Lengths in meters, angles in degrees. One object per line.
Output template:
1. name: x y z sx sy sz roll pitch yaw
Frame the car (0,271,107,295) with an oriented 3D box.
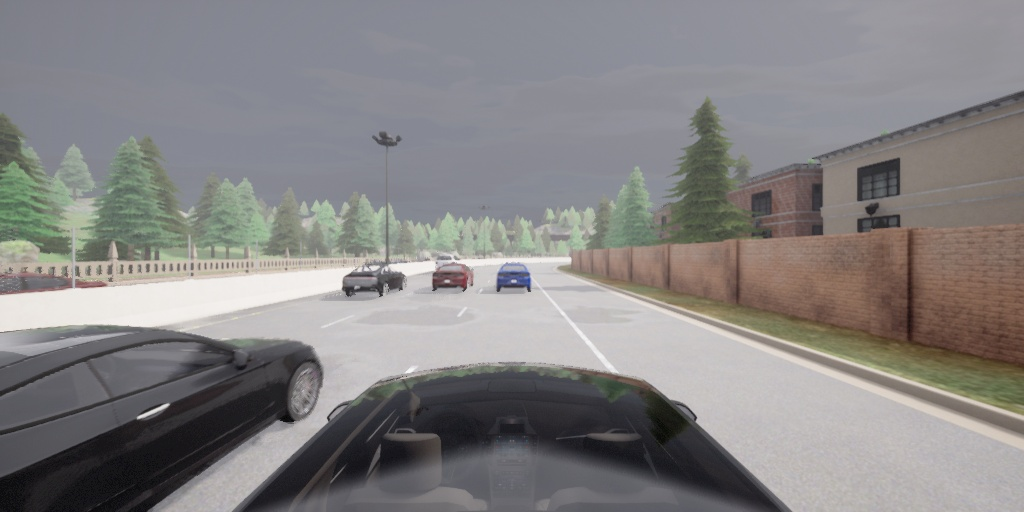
1. car: -14.100 1.209 9.549 1.882 1.535 5.008 0 0 0

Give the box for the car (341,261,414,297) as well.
1. car: -6.900 1.202 18.402 2.128 1.511 4.902 0 0 0

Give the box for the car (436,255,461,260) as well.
1. car: -6.886 0.884 38.937 2.150 2.045 5.566 0 0 0

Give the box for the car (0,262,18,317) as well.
1. car: -17.600 1.083 9.724 2.097 1.767 4.553 0 0 0

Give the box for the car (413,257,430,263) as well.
1. car: -13.404 1.047 52.894 2.097 1.767 4.553 0 0 6

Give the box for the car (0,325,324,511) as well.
1. car: -3.400 1.273 2.802 1.812 1.442 4.674 0 0 0

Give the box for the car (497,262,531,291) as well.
1. car: 0.100 1.181 21.299 1.882 1.535 5.008 0 0 0

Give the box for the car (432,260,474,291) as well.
1. car: -3.399 1.181 21.298 1.882 1.535 5.008 0 0 0
